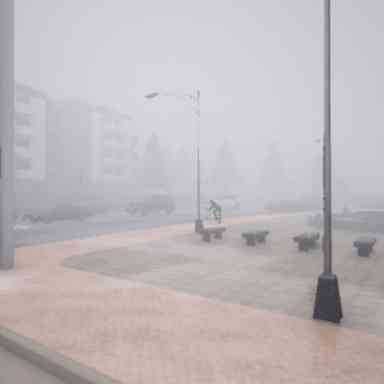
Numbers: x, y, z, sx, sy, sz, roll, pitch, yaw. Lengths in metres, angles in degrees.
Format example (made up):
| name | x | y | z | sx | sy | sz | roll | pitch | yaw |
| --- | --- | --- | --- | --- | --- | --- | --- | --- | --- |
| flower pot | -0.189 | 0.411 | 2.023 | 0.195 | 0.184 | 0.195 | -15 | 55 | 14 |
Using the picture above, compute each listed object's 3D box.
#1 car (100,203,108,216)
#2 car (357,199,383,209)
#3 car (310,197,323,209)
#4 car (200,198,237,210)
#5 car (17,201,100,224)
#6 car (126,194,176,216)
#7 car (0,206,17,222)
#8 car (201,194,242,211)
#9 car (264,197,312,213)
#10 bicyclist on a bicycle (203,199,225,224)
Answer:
| name | x | y | z | sx | sy | sz | roll | pitch | yaw |
| --- | --- | --- | --- | --- | --- | --- | --- | --- | --- |
| car | -10.111 | 1.585 | 31.484 | 1.812 | 1.442 | 4.674 | 0 | 0 | 36 |
| car | 25.615 | 1.615 | 46.189 | 4.718 | 1.301 | 1.895 | 0 | 0 | -7 |
| car | 15.934 | 1.380 | 43.638 | 4.553 | 1.767 | 2.097 | 0 | 0 | -22 |
| car | 3.672 | 1.558 | 45.245 | 4.892 | 1.490 | 1.837 | 0 | 0 | -33 |
| car | -10.065 | 1.599 | 25.519 | 2.033 | 1.411 | 5.357 | 0 | 0 | 33 |
| car | -4.063 | 1.273 | 33.745 | 2.150 | 2.045 | 5.566 | 0 | 0 | 40 |
| car | -15.022 | 1.622 | 24.232 | 1.994 | 1.385 | 4.181 | 0 | 0 | 34 |
| car | 3.708 | 1.268 | 41.028 | 5.566 | 2.045 | 2.150 | 0 | 0 | -36 |
| car | 10.528 | 1.577 | 37.264 | 5.357 | 1.411 | 2.033 | 0 | 0 | -31 |
| bicyclist on a bicycle | 1.454 | 1.327 | 22.339 | 1.656 | 1.620 | 0.582 | 0 | 0 | 33 |
